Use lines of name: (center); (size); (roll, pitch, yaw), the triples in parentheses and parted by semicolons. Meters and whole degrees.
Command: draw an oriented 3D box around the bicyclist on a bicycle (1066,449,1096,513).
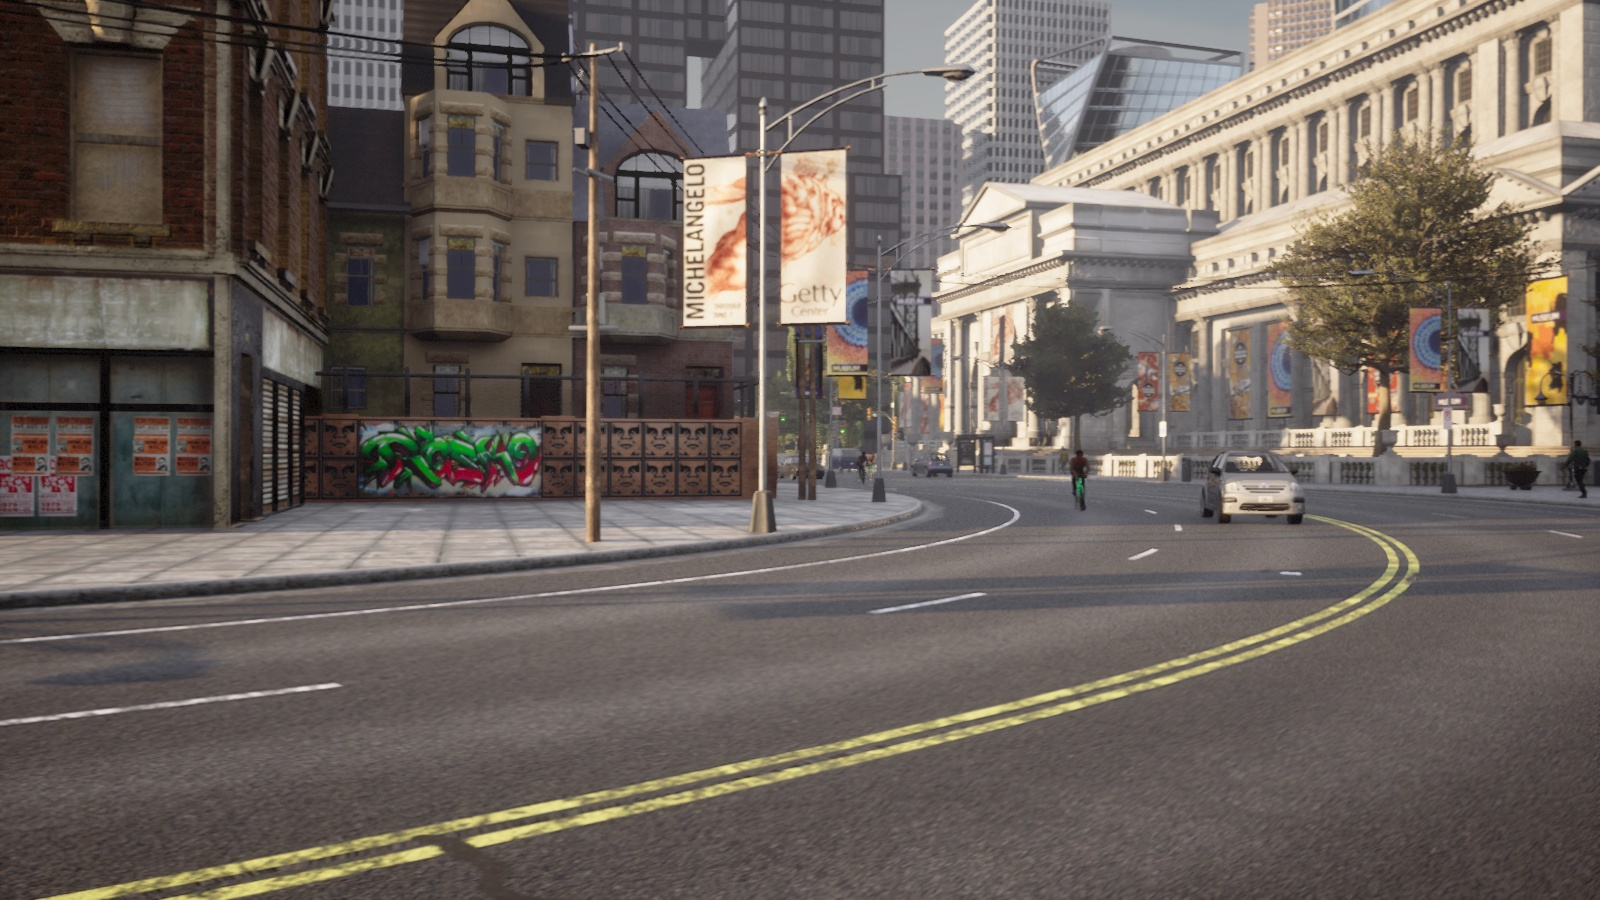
bicyclist on a bicycle: (7.328, 0.787, 32.830); (0.582, 1.620, 1.656); (0, 0, 6)

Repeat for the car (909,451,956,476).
car: (8.682, 0.893, 82.592); (1.851, 1.617, 3.988); (0, 0, -14)

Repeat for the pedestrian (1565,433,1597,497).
pedestrian: (24.272, 0.465, 39.020); (0.423, 1.949, 0.788); (0, 0, -7)

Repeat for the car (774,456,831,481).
car: (0.102, 1.036, 73.693); (2.033, 1.411, 5.357); (0, 0, -14)

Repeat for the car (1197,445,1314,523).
car: (10.120, 0.709, 28.169); (1.851, 1.617, 3.988); (0, 0, 11)
